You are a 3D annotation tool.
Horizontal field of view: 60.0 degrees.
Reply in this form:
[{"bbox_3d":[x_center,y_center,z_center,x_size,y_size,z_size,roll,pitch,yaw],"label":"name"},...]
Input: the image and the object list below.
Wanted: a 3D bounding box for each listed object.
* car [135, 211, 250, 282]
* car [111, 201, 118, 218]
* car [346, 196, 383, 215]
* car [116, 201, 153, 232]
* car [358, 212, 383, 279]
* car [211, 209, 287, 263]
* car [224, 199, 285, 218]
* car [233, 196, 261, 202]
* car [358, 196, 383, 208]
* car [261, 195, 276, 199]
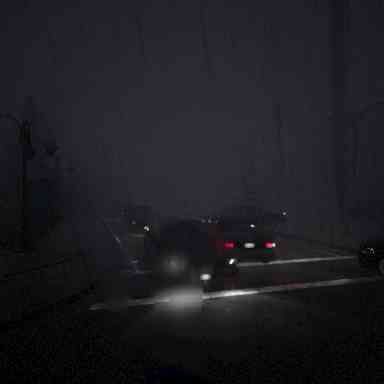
[{"bbox_3d":[-0.368,1.543,10.146,2.033,1.411,5.357,0,0,-15],"label":"car"},{"bbox_3d":[-6.424,1.515,30.430,2.033,1.411,5.357,0,0,-17],"label":"car"},{"bbox_3d":[15.535,1.355,29.286,1.970,1.475,3.806,0,0,-17],"label":"car"},{"bbox_3d":[-3.209,1.529,20.213,2.033,1.411,5.357,0,0,-17],"label":"car"},{"bbox_3d":[6.786,1.475,8.007,5.008,1.535,1.882,0,0,36],"label":"car"},{"bbox_3d":[1.449,1.541,11.819,2.033,1.411,5.357,0,0,-4],"label":"car"},{"bbox_3d":[3.009,1.468,19.048,5.357,1.411,2.033,-4,2,-35],"label":"car"},{"bbox_3d":[7.246,1.287,46.218,2.007,1.523,4.514,0,0,-17],"label":"car"},{"bbox_3d":[23.800,1.273,43.299,1.845,1.501,3.633,0,0,-17],"label":"car"},{"bbox_3d":[10.231,1.277,47.183,2.152,1.636,5.027,0,0,-17],"label":"car"}]
